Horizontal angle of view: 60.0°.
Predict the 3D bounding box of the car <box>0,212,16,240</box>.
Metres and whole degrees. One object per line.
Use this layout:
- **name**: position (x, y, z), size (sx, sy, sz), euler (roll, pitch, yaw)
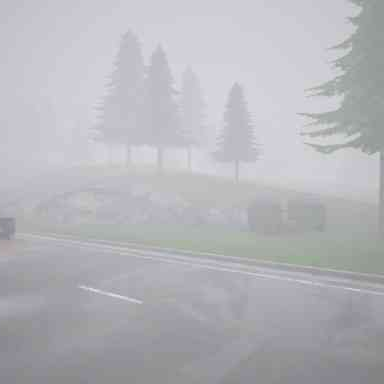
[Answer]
- **car**: position (-10.254, 1.477, 15.603), size (5.008, 1.535, 1.882), euler (0, 0, 36)
